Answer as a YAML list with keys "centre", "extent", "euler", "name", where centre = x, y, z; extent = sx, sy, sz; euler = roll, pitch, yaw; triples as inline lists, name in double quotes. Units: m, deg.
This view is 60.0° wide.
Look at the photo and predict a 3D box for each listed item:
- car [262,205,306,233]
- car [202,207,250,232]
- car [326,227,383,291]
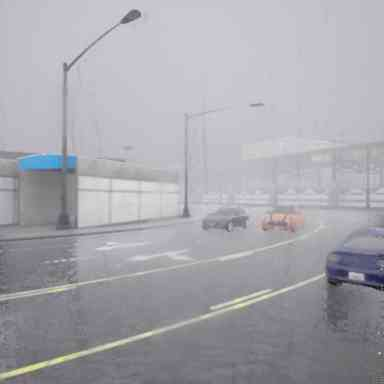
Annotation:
- centre: [6.224, 1.671, 22.285]
  extent: [2.097, 1.767, 4.553]
  euler: [0, -1, 28]
  name: "car"
- centre: [2.426, 1.813, 22.602]
  extent: [1.837, 1.490, 4.892]
  euler: [1, 0, 30]
  name: "car"
- centre: [5.117, 1.662, 8.763]
  extent: [1.812, 1.442, 4.674]
  euler: [0, -1, 44]
  name: "car"
